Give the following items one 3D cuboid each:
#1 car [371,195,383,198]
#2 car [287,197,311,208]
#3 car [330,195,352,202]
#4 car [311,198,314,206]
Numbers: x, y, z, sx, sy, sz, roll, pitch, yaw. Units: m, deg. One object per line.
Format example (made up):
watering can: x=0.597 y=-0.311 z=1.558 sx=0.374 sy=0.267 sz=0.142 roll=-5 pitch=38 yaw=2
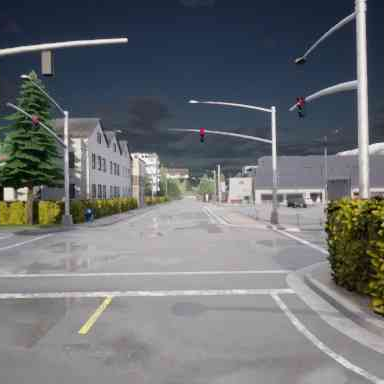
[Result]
car: x=19.117 y=1.183 z=31.282 sx=1.905 sy=1.878 sz=3.866 roll=-1 pitch=-1 yaw=0
car: x=15.425 y=1.629 z=49.149 sx=2.007 sy=1.523 sz=4.514 roll=-1 pitch=-1 yaw=0
car: x=25.484 y=1.398 z=56.548 sx=2.152 sy=1.636 sz=5.027 roll=-1 pitch=-1 yaw=0
car: x=19.070 y=1.572 z=56.208 sx=1.970 sy=1.475 sz=3.806 roll=-1 pitch=-1 yaw=0
